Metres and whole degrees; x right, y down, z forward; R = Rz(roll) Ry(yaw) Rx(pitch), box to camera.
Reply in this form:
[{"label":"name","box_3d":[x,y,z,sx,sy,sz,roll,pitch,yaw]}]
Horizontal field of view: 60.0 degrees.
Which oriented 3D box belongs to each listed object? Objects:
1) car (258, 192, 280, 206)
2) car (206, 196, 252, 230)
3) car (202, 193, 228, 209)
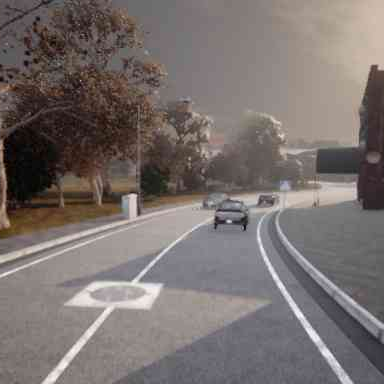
[{"label":"car","box_3d":[9.099,0.778,39.047,1.837,1.490,4.892,2,3,25]},{"label":"car","box_3d":[2.459,1.281,19.766,2.128,1.511,4.902,1,1,12]},{"label":"car","box_3d":[2.501,0.866,32.878,2.128,1.511,4.902,2,2,21]}]
